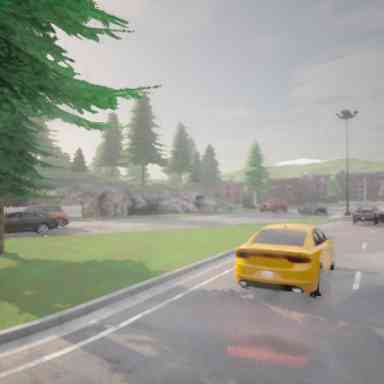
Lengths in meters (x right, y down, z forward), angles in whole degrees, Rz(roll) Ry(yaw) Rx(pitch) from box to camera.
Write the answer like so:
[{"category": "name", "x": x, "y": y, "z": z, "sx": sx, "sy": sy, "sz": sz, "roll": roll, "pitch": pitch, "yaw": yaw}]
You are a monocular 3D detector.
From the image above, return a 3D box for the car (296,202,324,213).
[{"category": "car", "x": 17.247, "y": 2.243, "z": 48.525, "sx": 2.128, "sy": 1.511, "sz": 4.902, "roll": -1, "pitch": -1, "yaw": 42}]

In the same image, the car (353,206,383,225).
[{"category": "car", "x": 14.984, "y": 1.923, "z": 28.018, "sx": 2.128, "sy": 1.511, "sz": 4.902, "roll": -1, "pitch": -1, "yaw": 39}]

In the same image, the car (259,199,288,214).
[{"category": "car", "x": 11.728, "y": 1.963, "z": 47.585, "sx": 2.150, "sy": 2.045, "sz": 5.566, "roll": -1, "pitch": -1, "yaw": 42}]

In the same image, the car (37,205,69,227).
[{"category": "car", "x": -11.130, "y": 1.733, "z": 23.374, "sx": 4.553, "sy": 1.767, "sz": 2.097, "roll": 1, "pitch": -1, "yaw": -33}]

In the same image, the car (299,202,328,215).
[{"category": "car", "x": 14.858, "y": 1.981, "z": 40.565, "sx": 2.097, "sy": 1.767, "sz": 4.553, "roll": -1, "pitch": -1, "yaw": 42}]

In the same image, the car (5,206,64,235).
[{"category": "car", "x": -10.458, "y": 1.820, "z": 19.610, "sx": 4.892, "sy": 1.490, "sz": 1.837, "roll": -1, "pitch": 0, "yaw": -33}]

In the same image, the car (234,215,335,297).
[{"category": "car", "x": 2.788, "y": 1.624, "z": 9.230, "sx": 1.882, "sy": 1.535, "sz": 5.008, "roll": 0, "pitch": -1, "yaw": 29}]
